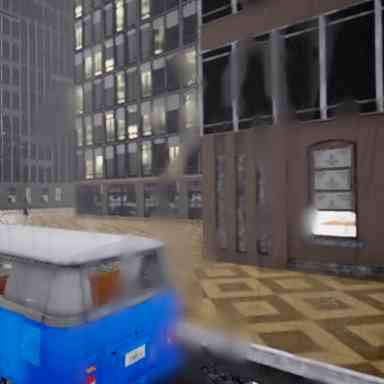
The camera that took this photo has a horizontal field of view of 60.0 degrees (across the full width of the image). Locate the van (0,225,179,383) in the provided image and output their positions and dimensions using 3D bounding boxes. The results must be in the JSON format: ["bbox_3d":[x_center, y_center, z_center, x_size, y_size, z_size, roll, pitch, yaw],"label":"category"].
[{"bbox_3d":[-2.065,1.390,4.354,3.998,1.788,1.690,-1,-1,36],"label":"van"}]
